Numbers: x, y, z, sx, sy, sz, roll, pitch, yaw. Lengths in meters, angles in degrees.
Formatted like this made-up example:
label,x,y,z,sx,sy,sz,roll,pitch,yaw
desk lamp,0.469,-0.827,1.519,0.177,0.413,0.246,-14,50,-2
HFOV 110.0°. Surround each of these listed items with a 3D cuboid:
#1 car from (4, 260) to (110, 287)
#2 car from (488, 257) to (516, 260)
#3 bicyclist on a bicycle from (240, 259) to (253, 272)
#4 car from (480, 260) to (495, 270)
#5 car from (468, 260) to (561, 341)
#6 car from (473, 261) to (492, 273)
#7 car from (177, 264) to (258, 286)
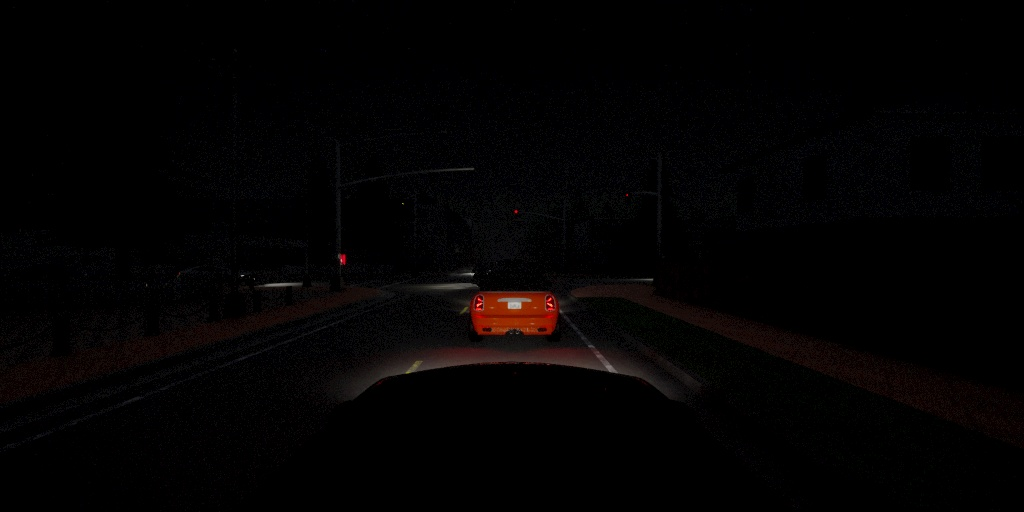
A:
label,x,y,z,sx,sy,sz,roll,pitch,yaw
car,-30.190,1.243,24.149,5.008,1.535,1.882,0,0,-1
car,-0.645,1.099,26.173,4.553,1.767,2.097,0,0,-41
bicyclist on a bicycle,-23.575,1.066,31.823,0.582,1.620,1.656,0,0,-2
car,-3.620,1.314,54.294,1.994,1.385,4.181,0,0,0
car,0.067,1.102,9.977,2.097,1.767,4.553,0,0,0
car,-3.619,1.314,44.326,1.994,1.385,4.181,0,0,0
car,-20.010,1.291,24.465,4.674,1.442,1.812,0,0,-2
